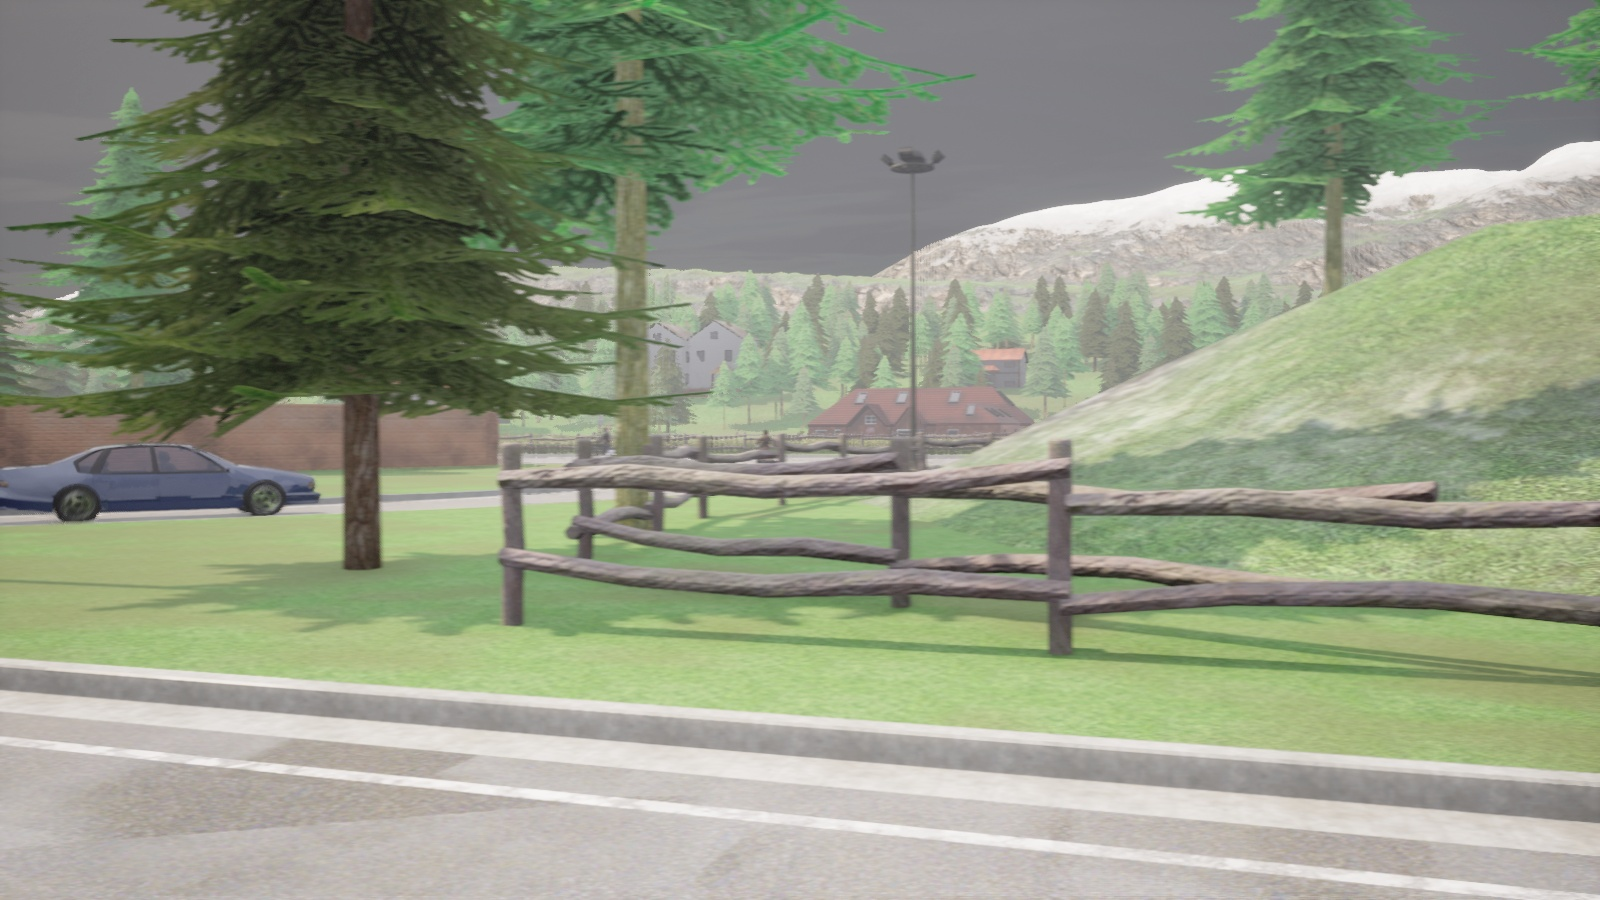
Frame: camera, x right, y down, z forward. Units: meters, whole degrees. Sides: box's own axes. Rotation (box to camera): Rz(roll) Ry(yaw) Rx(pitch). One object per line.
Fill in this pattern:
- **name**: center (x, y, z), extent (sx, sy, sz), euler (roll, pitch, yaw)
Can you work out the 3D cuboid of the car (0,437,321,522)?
- **car**: center (-11.810, 0.468, 23.019), extent (5.357, 1.411, 2.033), euler (0, 1, -32)
